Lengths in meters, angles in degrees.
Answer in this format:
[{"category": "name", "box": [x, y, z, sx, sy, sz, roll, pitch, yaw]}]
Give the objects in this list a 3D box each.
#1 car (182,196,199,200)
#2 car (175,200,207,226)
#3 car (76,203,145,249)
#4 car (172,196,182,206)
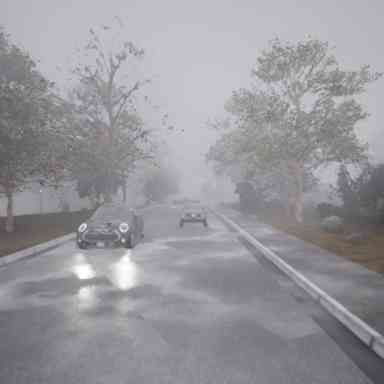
[{"category": "car", "box": [0.187, 1.444, 42.069, 2.128, 1.511, 4.902, 0, 0, 1]}, {"category": "car", "box": [0.103, 1.522, 23.354, 2.033, 1.411, 5.357, 0, 0, 0]}, {"category": "car", "box": [-3.345, 1.337, 14.435, 2.097, 1.767, 4.553, 0, 0, 0]}, {"category": "car", "box": [-2.017, 1.460, 55.411, 1.837, 1.490, 4.892, -1, 0, 10]}]
